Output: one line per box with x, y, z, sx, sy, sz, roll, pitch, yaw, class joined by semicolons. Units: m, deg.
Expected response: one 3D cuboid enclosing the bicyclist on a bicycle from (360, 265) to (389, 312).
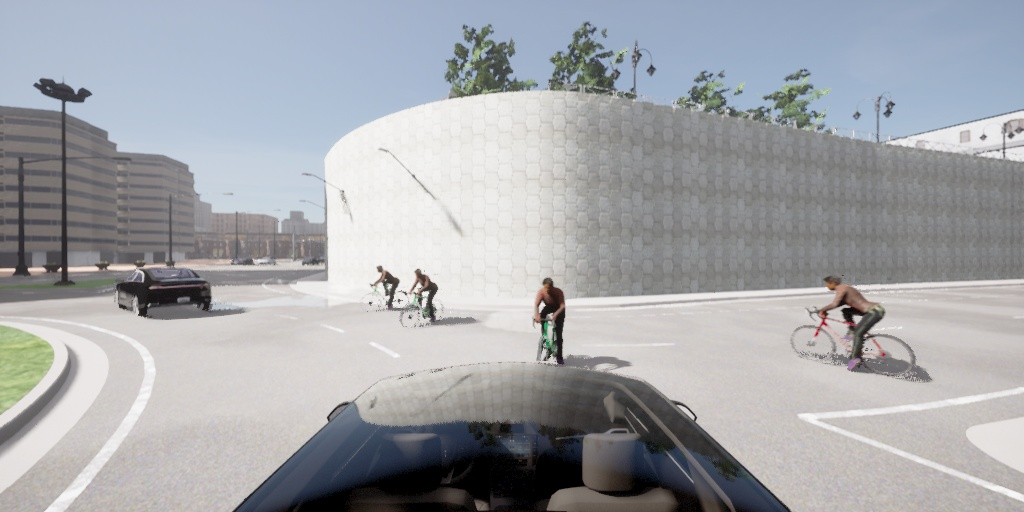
-4.451;1.137;12.547;1.656;1.620;0.582;-1;1;-26;bicyclist on a bicycle

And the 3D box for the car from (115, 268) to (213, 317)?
-12.556;1.178;12.881;4.902;1.511;2.128;0;0;34;car

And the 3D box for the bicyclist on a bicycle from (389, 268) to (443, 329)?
-2.502;1.157;10.068;0.582;1.620;1.656;0;2;32;bicyclist on a bicycle

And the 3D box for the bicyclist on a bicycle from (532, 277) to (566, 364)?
0.662;1.180;6.152;0.582;1.620;1.656;0;2;20;bicyclist on a bicycle

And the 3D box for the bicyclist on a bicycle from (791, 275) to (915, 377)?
5.838;1.172;6.277;0.582;1.620;1.656;0;-1;-31;bicyclist on a bicycle
